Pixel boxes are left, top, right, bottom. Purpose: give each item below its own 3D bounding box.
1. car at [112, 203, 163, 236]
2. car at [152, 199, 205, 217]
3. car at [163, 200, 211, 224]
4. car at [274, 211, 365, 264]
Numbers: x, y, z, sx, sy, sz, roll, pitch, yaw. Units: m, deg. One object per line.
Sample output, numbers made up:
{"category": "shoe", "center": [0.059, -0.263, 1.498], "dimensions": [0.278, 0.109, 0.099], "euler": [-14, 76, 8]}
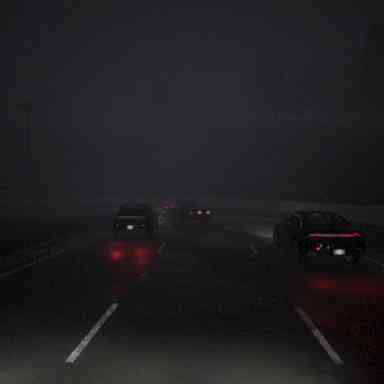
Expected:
{"category": "car", "center": [-2.863, 1.340, 17.315], "dimensions": [2.128, 1.511, 4.902], "euler": [0, 0, -2]}
{"category": "car", "center": [-1.292, 1.349, 29.364], "dimensions": [4.718, 1.301, 1.895], "euler": [1, 1, 43]}
{"category": "car", "center": [-0.562, 1.348, 23.213], "dimensions": [2.033, 1.411, 5.357], "euler": [0, 0, -24]}
{"category": "car", "center": [4.121, 1.397, 11.483], "dimensions": [2.128, 1.511, 4.902], "euler": [0, 0, 2]}
